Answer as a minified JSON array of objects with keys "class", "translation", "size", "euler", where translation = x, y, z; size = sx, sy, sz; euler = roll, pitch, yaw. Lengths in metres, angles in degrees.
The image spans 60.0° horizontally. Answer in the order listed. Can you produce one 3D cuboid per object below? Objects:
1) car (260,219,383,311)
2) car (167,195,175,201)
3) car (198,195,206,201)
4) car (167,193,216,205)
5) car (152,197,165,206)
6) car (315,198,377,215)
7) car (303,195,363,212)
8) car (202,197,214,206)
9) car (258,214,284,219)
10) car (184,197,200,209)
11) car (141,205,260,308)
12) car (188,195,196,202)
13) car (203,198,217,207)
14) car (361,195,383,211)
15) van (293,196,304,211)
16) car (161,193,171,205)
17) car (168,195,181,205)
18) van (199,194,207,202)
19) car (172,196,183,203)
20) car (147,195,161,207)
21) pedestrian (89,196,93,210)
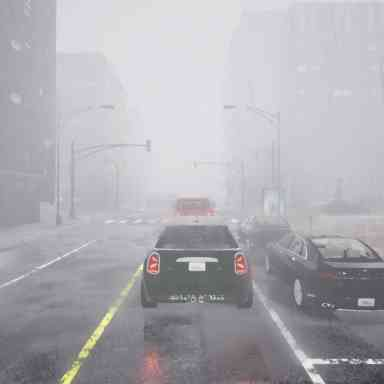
[{"class":"car","translation":[2.828,1.553,7.569],"size":[2.008,1.369,4.403],"euler":[1,0,0]},{"class":"car","translation":[-5.710,1.603,90.366],"size":[1.947,1.339,4.313],"euler":[1,0,0]},{"class":"car","translation":[2.671,1.582,90.329],"size":[1.887,1.381,4.507],"euler":[1,0,0]},{"class":"car","translation":[0.082,1.228,17.536],"size":[2.150,2.045,5.566],"euler":[0,0,0]},{"class":"car","translation":[-5.698,1.566,56.940],"size":[1.887,1.381,4.507],"euler":[1,0,0]},{"class":"car","translation":[13.693,1.413,29.774],"size":[4.206,1.307,1.802],"euler":[0,0,0]},{"class":"car","translation":[14.977,1.385,35.553],"size":[5.008,1.535,1.882],"euler":[0,-1,2]},{"class":"car","translation":[2.682,1.604,56.902],"size":[1.802,1.307,4.206],"euler":[1,0,0]},{"class":"car","translation":[2.826,1.555,13.139],"size":[2.008,1.369,4.403],"euler":[1,0,0]},{"class":"car","translation":[0.027,1.495,46.022],"size":[1.882,1.535,5.008],"euler":[1,0,3]},{"class":"car","translation":[0.098,1.354,8.065],"size":[2.097,1.767,4.553],"euler":[0,0,0]},{"class":"car","translation":[-0.028,1.533,81.062],"size":[1.837,1.490,4.892],"euler":[0,0,0]},{"class":"car","translation":[2.684,1.585,51.331],"size":[1.947,1.339,4.313],"euler":[1,0,0]},{"class":"car","translation":[19.278,1.228,38.118],"size":[5.009,1.841,2.192],"euler":[0,0,0]},{"class":"van","translation":[13.751,1.297,38.155],"size":[3.998,1.788,1.690],"euler":[0,0,0]},{"class":"car","translation":[-3.137,1.240,51.021],"size":[2.150,2.045,5.566],"euler":[0,0,0]},{"class":"car","translation":[-3.088,1.375,60.590],"size":[2.097,1.767,4.553],"euler":[0,0,0]},{"class":"van","translation":[2.677,1.373,79.188],"size":[1.690,1.788,3.998],"euler":[1,0,0]},{"class":"car","translation":[-3.023,1.553,70.660],"size":[2.128,1.511,4.902],"euler":[0,0,0]},{"class":"car","translation":[-5.692,1.334,51.369],"size":[2.192,1.841,5.009],"euler":[1,0,0]},{"class":"pedestrian","translation":[-12.542,1.348,41.291],"size":[0.375,1.860,0.375],"euler":[0,0,0]}]
